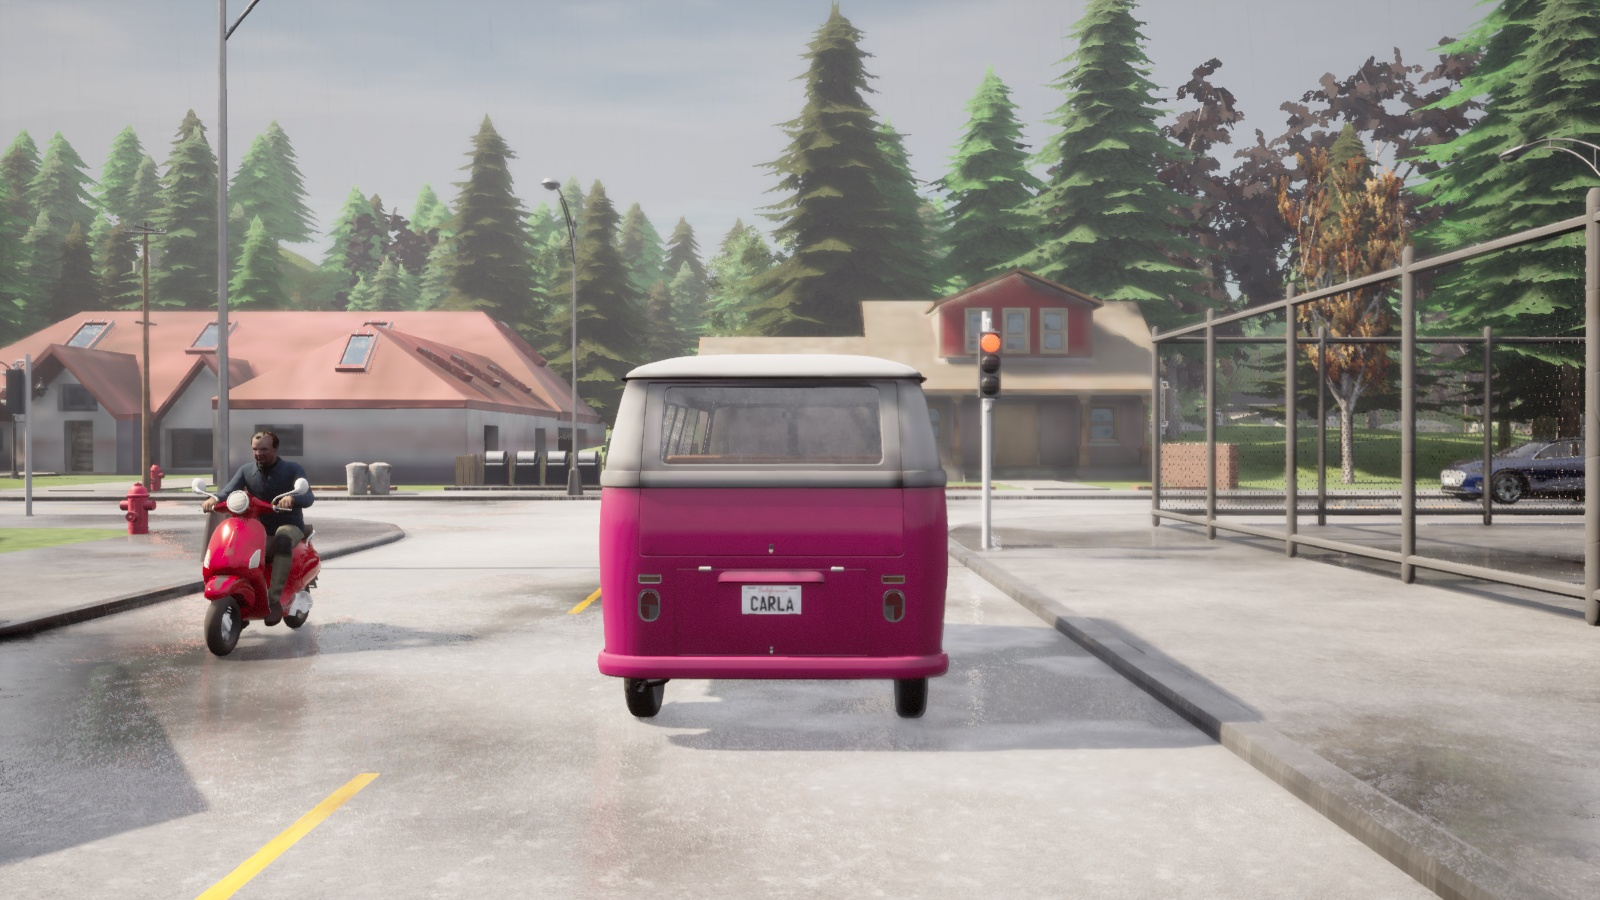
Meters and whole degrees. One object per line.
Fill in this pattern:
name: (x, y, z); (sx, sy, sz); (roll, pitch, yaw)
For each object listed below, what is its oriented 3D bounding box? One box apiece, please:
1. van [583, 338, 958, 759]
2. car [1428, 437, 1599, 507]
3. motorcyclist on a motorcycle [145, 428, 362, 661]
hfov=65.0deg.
van: (-0.096, 0.453, 8.167); (1.775, 1.987, 4.442); (0, 0, 1)
car: (18.424, 0.517, 30.956); (4.856, 1.649, 2.033); (0, 0, -1)
motorcyclist on a motorcycle: (-4.060, 0.643, 9.511); (0.866, 1.590, 1.817); (0, 0, -1)
